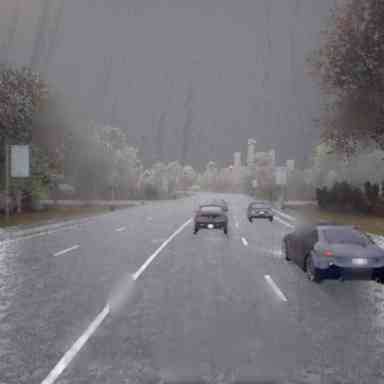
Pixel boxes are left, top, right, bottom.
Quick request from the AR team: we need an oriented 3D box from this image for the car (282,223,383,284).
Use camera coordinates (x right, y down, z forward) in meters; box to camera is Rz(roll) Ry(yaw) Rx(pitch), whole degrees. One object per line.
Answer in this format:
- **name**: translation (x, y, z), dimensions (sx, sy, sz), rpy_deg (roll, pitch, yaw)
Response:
- **car**: translation (3.973, 1.575, 9.677), dimensions (1.994, 1.385, 4.181), rpy_deg (0, 0, 3)

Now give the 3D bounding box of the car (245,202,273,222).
- **car**: translation (5.315, 1.535, 26.577), dimensions (2.033, 1.411, 5.357), rpy_deg (0, 0, 6)

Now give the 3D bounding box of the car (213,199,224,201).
- **car**: translation (2.890, 1.496, 36.556), dimensions (1.994, 1.385, 4.181), rpy_deg (0, 0, 6)

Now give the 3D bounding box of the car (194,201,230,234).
- **car**: translation (1.146, 1.501, 19.435), dimensions (1.837, 1.490, 4.892), rpy_deg (0, 0, 5)
